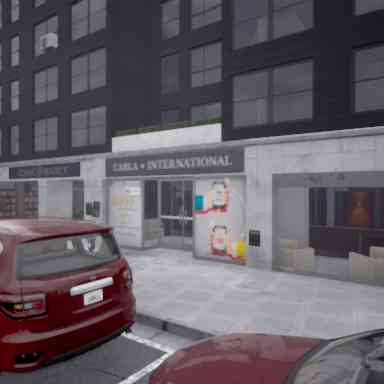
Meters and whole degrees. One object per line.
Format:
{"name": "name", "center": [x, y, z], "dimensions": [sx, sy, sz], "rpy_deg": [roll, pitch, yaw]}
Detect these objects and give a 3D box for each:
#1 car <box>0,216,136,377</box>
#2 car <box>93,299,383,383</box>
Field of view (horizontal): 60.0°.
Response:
{"name": "car", "center": [-3.099, 1.312, 5.281], "dimensions": [5.009, 1.841, 2.192], "rpy_deg": [0, 0, 35]}
{"name": "car", "center": [1.513, 1.582, 1.999], "dimensions": [4.206, 1.307, 1.802], "rpy_deg": [0, 0, 35]}
